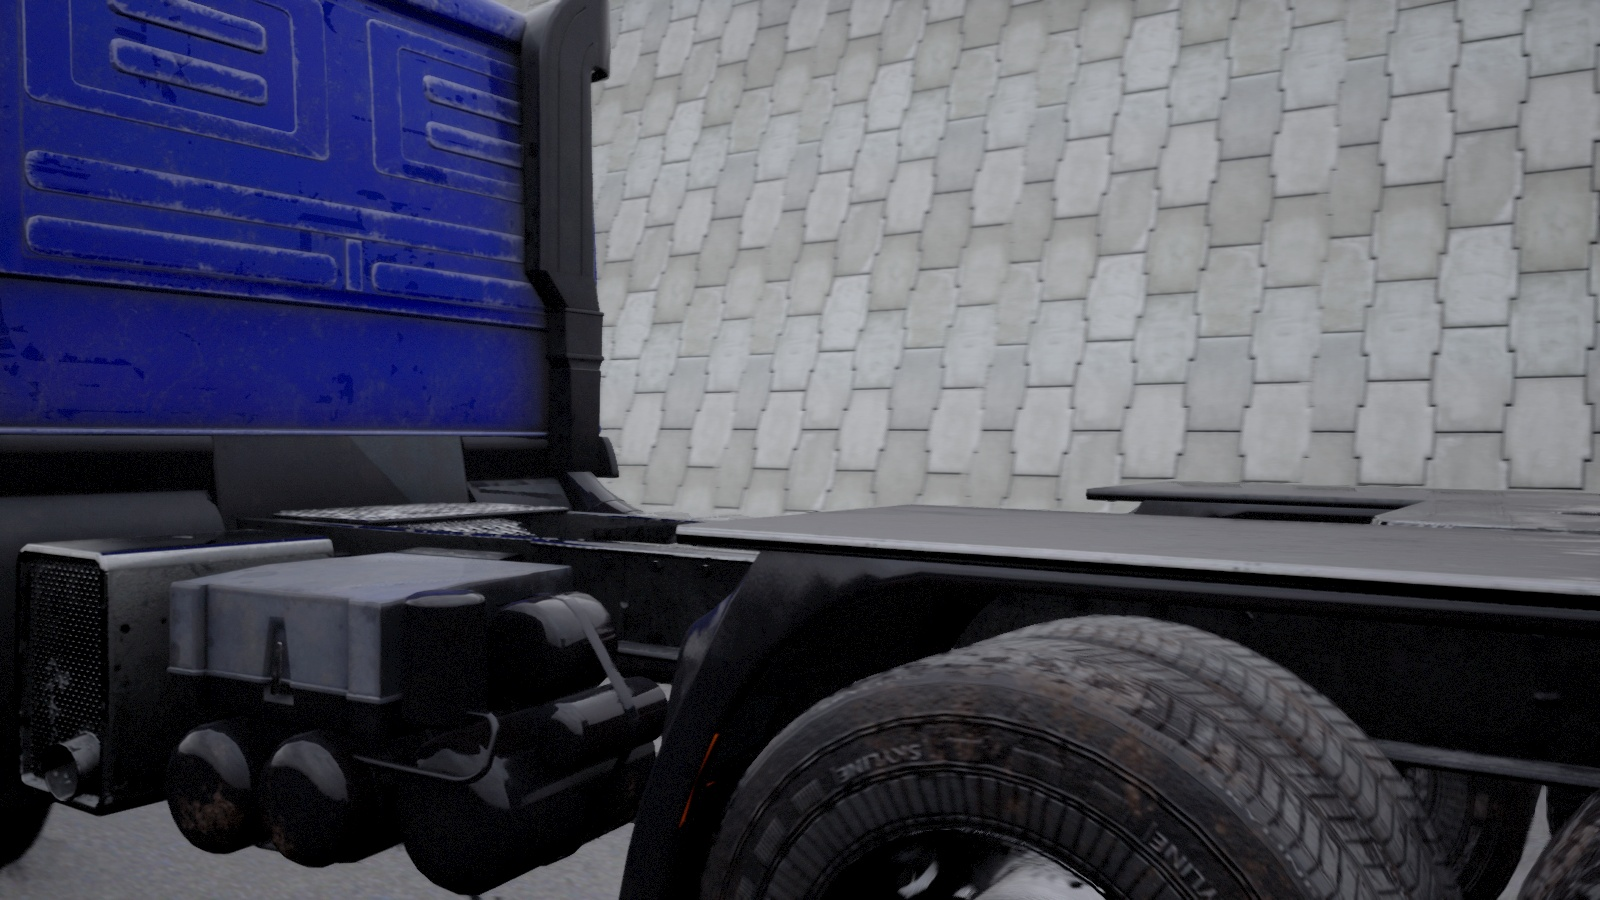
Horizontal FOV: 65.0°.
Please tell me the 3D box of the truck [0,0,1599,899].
[{"bbox_3d":[-0.239,-0.300,3.763,7.936,3.462,2.891,0,1,34],"label":"truck"}]
